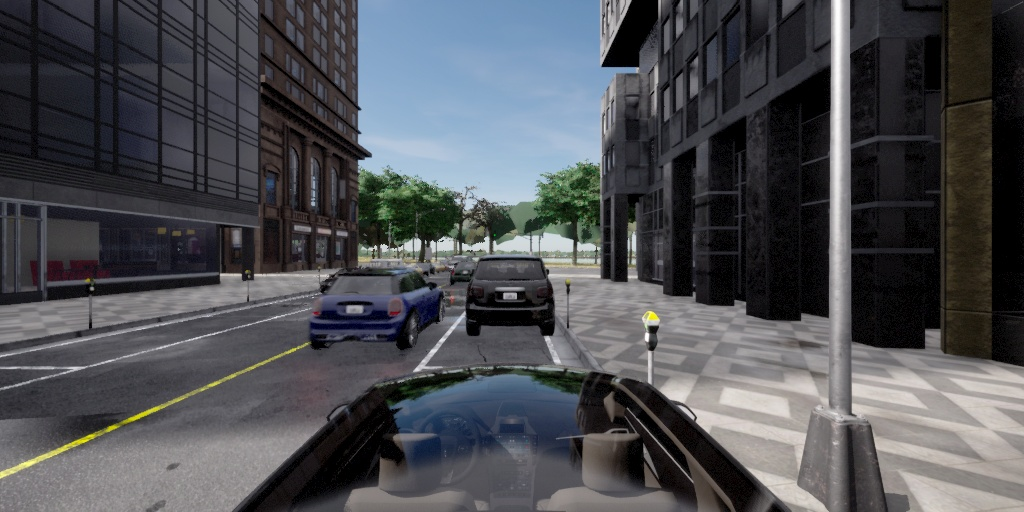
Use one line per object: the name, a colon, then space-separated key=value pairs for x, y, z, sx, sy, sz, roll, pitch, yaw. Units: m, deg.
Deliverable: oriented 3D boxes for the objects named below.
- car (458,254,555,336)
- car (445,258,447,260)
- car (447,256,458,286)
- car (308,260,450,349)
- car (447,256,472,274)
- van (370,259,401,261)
car: x=-0.039 y=0.971 z=10.530 sx=2.150 sy=2.045 sz=5.566 roll=0 pitch=0 yaw=0
car: x=-8.908 y=1.284 z=41.566 sx=1.751 sy=1.417 sz=4.829 roll=0 pitch=0 yaw=0
car: x=-3.078 y=1.105 z=25.833 sx=2.097 sy=1.767 sz=4.553 roll=0 pitch=0 yaw=0
car: x=-3.145 y=1.101 z=9.300 sx=2.097 sy=1.767 sz=4.553 roll=0 pitch=0 yaw=0
car: x=-6.210 y=0.983 z=42.907 sx=2.150 sy=2.045 sz=5.566 roll=0 pitch=0 yaw=0
van: x=-8.908 y=1.093 z=25.423 sx=1.690 sy=1.789 sz=3.998 roll=0 pitch=0 yaw=0
